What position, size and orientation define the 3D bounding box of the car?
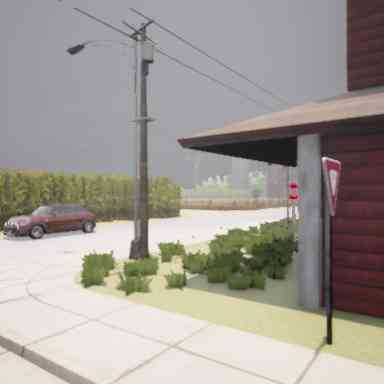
[{"bbox_3d":[-7.570,1.457,18.039,2.097,1.767,4.553,0,0,36],"label":"car"}]
